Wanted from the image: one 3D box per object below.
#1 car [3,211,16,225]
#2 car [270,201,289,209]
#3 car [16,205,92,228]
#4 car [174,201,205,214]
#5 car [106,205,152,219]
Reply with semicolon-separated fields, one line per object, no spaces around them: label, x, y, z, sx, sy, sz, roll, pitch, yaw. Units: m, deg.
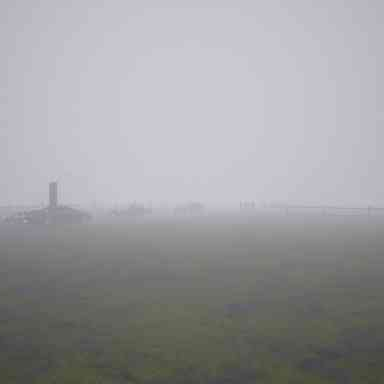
car;-11.812;1.732;25.584;2.128;1.511;4.902;-1;-1;35
car;15.710;2.273;59.437;2.033;1.411;5.357;-1;-1;36
car;-9.479;1.692;23.775;1.837;1.490;4.892;-1;-1;35
car;-0.306;1.965;41.854;1.882;1.535;5.008;-1;-1;35
car;-6.260;1.961;33.441;1.895;1.301;4.718;-1;-1;35
